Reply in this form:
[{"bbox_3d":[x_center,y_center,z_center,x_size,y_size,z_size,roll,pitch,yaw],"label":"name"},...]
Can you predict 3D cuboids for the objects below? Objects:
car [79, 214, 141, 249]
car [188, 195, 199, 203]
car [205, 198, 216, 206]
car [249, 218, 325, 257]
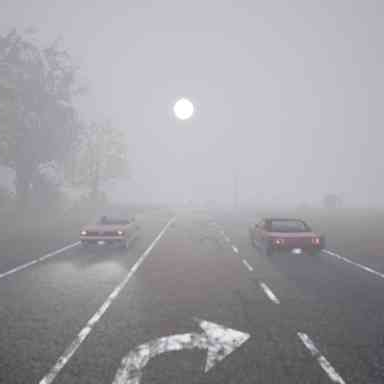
[{"bbox_3d":[-3.582,1.697,15.282,1.895,1.301,4.718,0,0,-1],"label":"car"},{"bbox_3d":[0.043,1.975,80.751,1.882,1.535,5.008,0,0,0],"label":"car"},{"bbox_3d":[3.534,1.896,63.477,1.837,1.490,4.892,0,0,0],"label":"car"},{"bbox_3d":[3.506,1.682,13.326,1.895,1.301,4.718,0,0,0],"label":"car"}]
